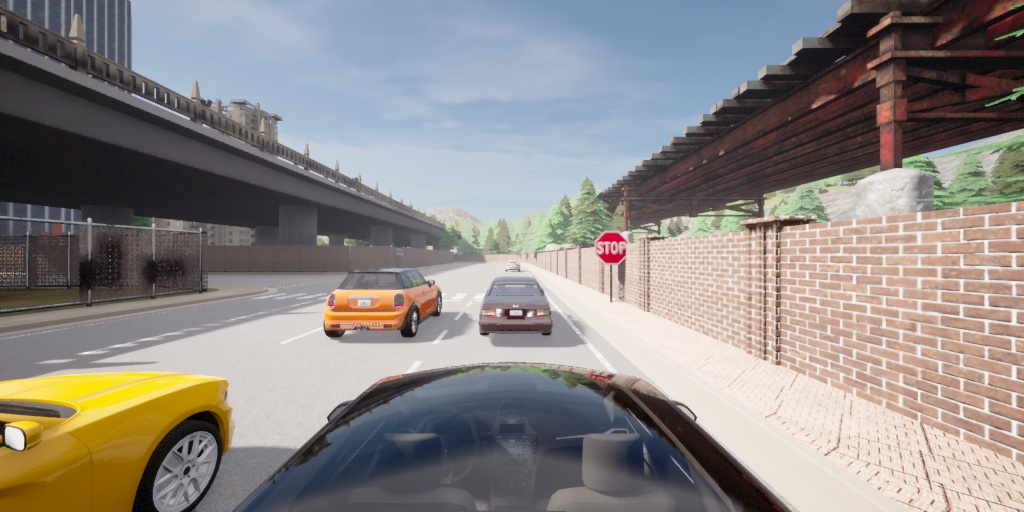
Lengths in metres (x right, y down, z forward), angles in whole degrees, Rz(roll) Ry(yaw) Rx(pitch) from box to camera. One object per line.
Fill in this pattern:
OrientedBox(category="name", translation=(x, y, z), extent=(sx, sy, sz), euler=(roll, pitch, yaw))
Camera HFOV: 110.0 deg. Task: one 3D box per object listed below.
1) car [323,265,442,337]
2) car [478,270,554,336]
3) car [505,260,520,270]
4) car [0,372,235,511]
OrientedBox(category="car", translation=(-3.414, 1.102, 10.393), extent=(2.097, 1.767, 4.553), euler=(0, 0, 0))
OrientedBox(category="car", translation=(0.088, 1.297, 10.412), extent=(2.033, 1.411, 5.357), euler=(0, 0, 0))
OrientedBox(category="car", translation=(0.114, 1.276, 46.284), extent=(1.812, 1.442, 4.674), euler=(0, 0, -1))
OrientedBox(category="car", translation=(-3.398, 1.228, 1.136), extent=(1.882, 1.535, 5.008), euler=(0, 0, 0))
